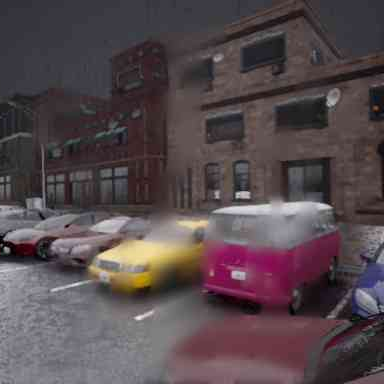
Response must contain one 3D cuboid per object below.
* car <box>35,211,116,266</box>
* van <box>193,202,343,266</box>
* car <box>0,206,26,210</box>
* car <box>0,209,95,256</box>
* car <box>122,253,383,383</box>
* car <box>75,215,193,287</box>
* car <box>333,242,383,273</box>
[{"bbox_3d":[-2.291,1.499,10.974,2.002,1.452,4.674,0,0,38],"label":"car"},{"bbox_3d":[2.143,1.253,7.785,1.878,1.987,4.442,0,0,37],"label":"van"},{"bbox_3d":[-6.571,1.461,14.363,2.163,1.488,4.792,0,0,39],"label":"car"},{"bbox_3d":[-4.469,1.476,12.623,2.163,1.488,4.792,0,0,38],"label":"car"},{"bbox_3d":[1.834,1.528,2.113,4.674,1.442,1.812,0,0,36],"label":"car"},{"bbox_3d":[-0.231,1.466,9.174,1.946,1.575,5.366,0,0,37],"label":"car"},{"bbox_3d":[4.266,1.526,6.092,2.002,1.452,4.674,0,0,36],"label":"car"}]
